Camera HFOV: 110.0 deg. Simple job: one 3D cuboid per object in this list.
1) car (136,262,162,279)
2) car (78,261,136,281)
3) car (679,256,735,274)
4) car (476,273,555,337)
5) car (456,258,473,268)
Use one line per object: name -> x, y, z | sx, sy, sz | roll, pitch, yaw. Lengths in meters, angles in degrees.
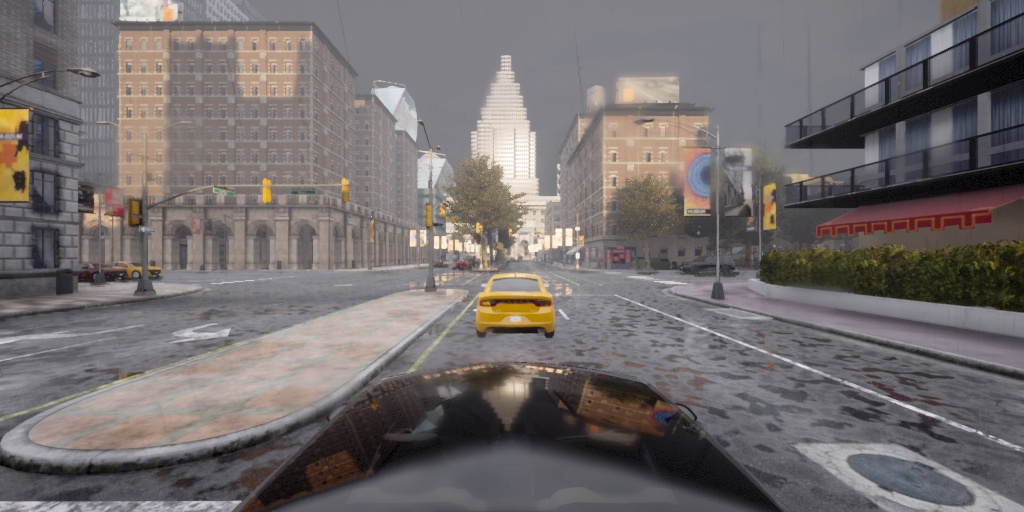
car -> -34.574, 1.227, 32.336 | 5.008, 1.535, 1.882 | 0, 0, 0
car -> -33.938, 1.227, 28.838 | 5.008, 1.535, 1.882 | 0, 0, 0
car -> 21.584, 0.969, 39.705 | 5.566, 2.045, 2.150 | 0, 0, 0
car -> 0.094, 1.228, 10.331 | 1.882, 1.535, 5.008 | 0, 0, 0
car -> -7.986, 1.350, 59.072 | 1.895, 1.301, 4.718 | 0, 0, 0
